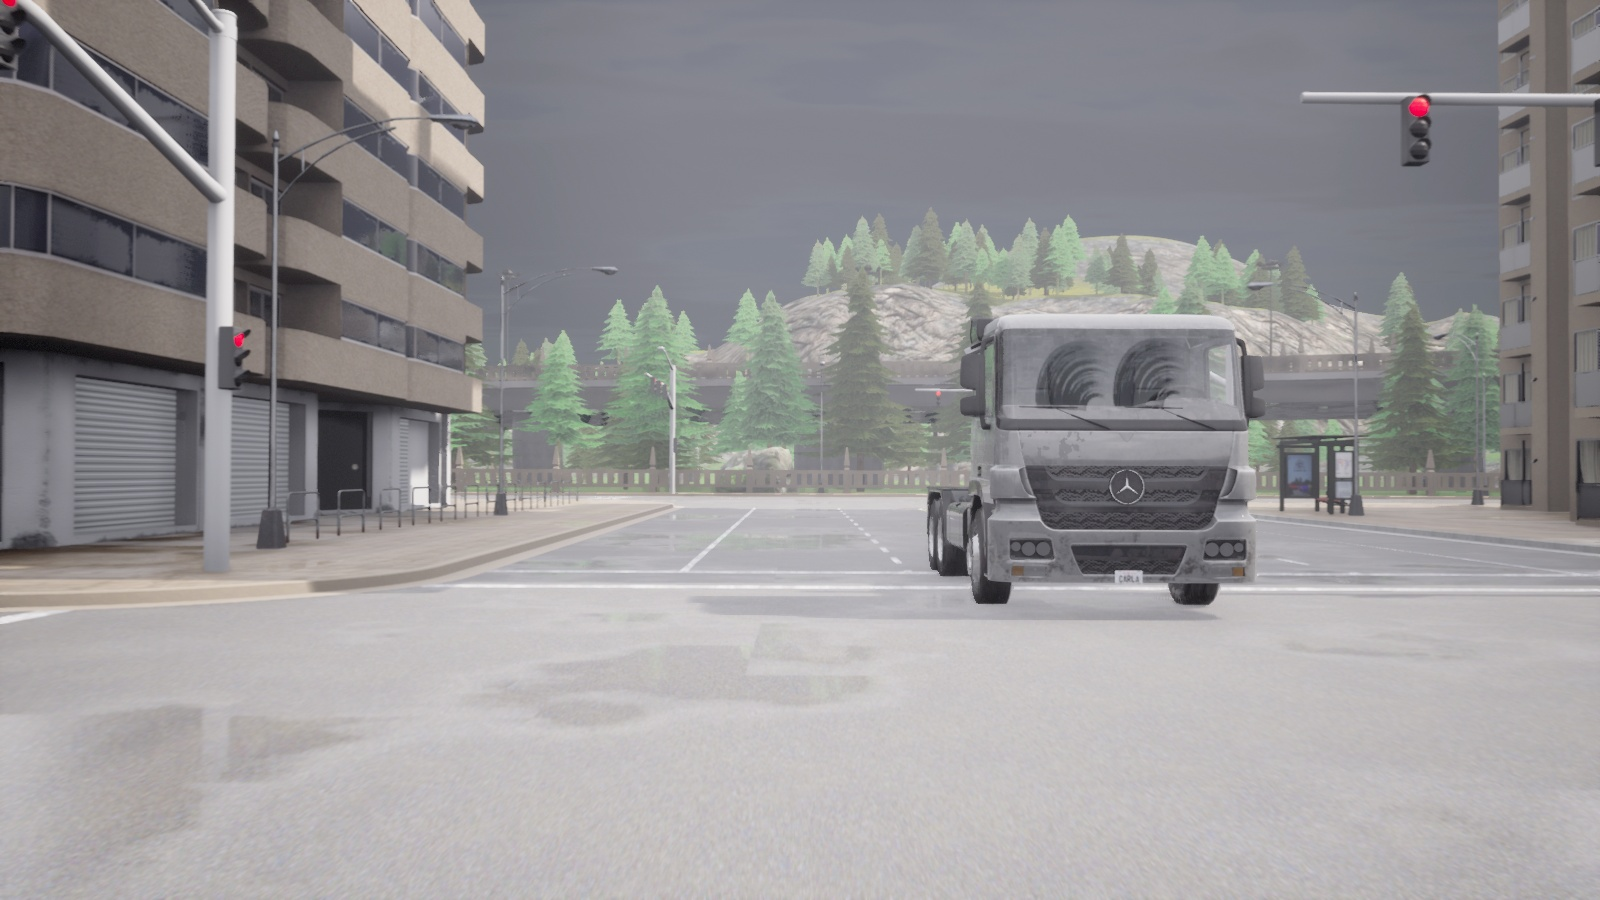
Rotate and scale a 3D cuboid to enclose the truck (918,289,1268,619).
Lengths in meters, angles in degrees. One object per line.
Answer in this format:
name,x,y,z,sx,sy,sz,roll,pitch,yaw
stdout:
truck,3.456,0.107,17.191,2.891,3.462,7.936,0,-1,0
